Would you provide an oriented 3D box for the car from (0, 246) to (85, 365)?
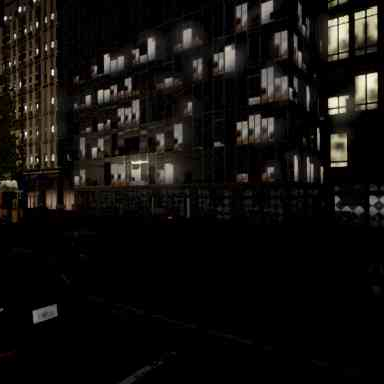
[{"bbox_3d":[-3.538,1.566,5.395,4.313,1.339,1.947,0,0,35],"label":"car"}]
